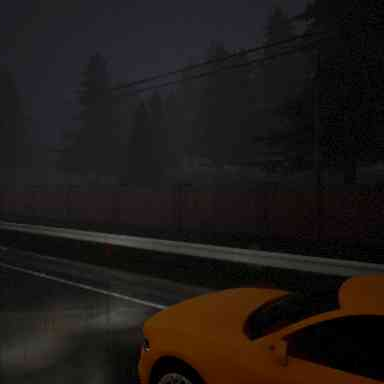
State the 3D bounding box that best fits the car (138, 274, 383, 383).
[{"bbox_3d":[1.735,1.478,2.755,5.008,1.535,1.882,0,0,35],"label":"car"}]
